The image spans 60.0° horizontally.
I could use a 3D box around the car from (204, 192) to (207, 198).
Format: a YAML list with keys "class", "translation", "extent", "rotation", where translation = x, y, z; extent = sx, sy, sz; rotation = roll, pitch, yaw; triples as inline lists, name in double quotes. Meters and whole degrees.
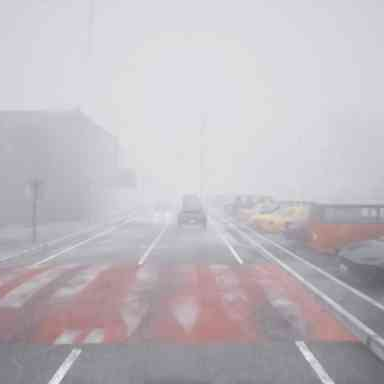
- class: "car"
  translation: [5.544, 1.266, 70.418]
  extent: [4.792, 1.488, 2.163]
  rotation: [0, 1, -1]

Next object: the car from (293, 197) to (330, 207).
- class: "car"
  translation: [18.265, 1.532, 50.941]
  extent: [4.792, 1.488, 2.163]
  rotation: [0, 1, -1]

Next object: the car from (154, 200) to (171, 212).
- class: "car"
  translation: [-3.592, 1.679, 41.070]
  extent: [1.895, 1.301, 4.718]
  rotation: [0, 0, 0]

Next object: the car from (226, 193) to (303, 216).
- class: "car"
  translation: [5.985, 1.289, 28.016]
  extent: [5.566, 2.045, 2.435]
  rotation: [0, 0, -1]

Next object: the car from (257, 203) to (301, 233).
- class: "car"
  translation: [6.261, 1.492, 16.714]
  extent: [5.366, 1.575, 1.946]
  rotation: [0, 0, -1]

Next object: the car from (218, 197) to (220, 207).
- class: "car"
  translation: [5.836, 1.626, 39.316]
  extent: [4.674, 1.452, 2.002]
  rotation: [0, 0, -1]

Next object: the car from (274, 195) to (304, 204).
- class: "car"
  translation: [18.175, 1.348, 62.234]
  extent: [5.008, 1.535, 2.097]
  rotation: [0, 1, -1]

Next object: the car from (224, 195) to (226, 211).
- class: "car"
  translation: [5.929, 1.438, 33.666]
  extent: [4.553, 1.767, 2.185]
  rotation: [0, 0, -1]

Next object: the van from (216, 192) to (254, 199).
- class: "van"
  translation: [5.895, 1.351, 45.108]
  extent: [4.442, 1.987, 1.878]
  rotation: [0, 1, -1]

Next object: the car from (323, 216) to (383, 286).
- class: "car"
  translation: [6.134, 1.490, 8.235]
  extent: [4.792, 1.488, 2.163]
  rotation: [0, 0, -1]

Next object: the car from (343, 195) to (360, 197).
- class: "car"
  translation: [18.435, 1.437, 33.979]
  extent: [4.553, 1.767, 2.185]
  rotation: [0, 0, -1]

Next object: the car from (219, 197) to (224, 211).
- class: "car"
  translation: [5.863, 1.575, 36.491]
  extent: [5.008, 1.535, 2.097]
  rotation: [0, 0, -1]

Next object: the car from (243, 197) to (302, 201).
- class: "car"
  translation: [6.047, 1.392, 22.364]
  extent: [4.553, 1.767, 2.185]
  rotation: [0, 0, -1]

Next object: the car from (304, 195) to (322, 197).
- class: "car"
  translation: [18.347, 1.575, 45.283]
  extent: [5.008, 1.535, 2.097]
  rotation: [0, 1, -1]

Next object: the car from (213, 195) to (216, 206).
- class: "car"
  translation: [5.753, 1.584, 47.815]
  extent: [4.674, 1.452, 2.002]
  rotation: [0, 1, -1]

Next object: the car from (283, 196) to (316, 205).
- class: "car"
  translation: [18.245, 1.428, 56.463]
  extent: [4.892, 1.521, 2.231]
  rotation: [0, 1, -1]

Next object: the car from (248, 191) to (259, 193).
- class: "car"
  translation: [18.068, 0.946, 93.770]
  extent: [4.553, 1.767, 2.185]
  rotation: [0, 1, -1]

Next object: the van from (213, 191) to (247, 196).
- class: "van"
  translation: [5.838, 1.280, 50.638]
  extent: [4.442, 1.987, 1.878]
  rotation: [0, 1, -1]

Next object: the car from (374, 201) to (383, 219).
- class: "car"
  translation: [18.531, 1.541, 28.207]
  extent: [4.892, 1.521, 2.231]
  rotation: [0, 0, -1]

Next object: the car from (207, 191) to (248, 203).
- class: "car"
  translation: [5.663, 1.216, 53.461]
  extent: [5.566, 2.045, 2.435]
  rotation: [0, 1, -1]

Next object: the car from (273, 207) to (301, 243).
- class: "car"
  translation: [6.102, 1.524, 13.886]
  extent: [4.674, 1.452, 2.002]
  rotation: [0, 0, -1]

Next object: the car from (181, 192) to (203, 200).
- class: "car"
  translation: [-0.145, 1.299, 40.679]
  extent: [2.150, 2.045, 5.566]
  rotation: [0, 0, -1]

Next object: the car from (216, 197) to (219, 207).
- class: "car"
  translation: [5.812, 1.633, 42.151]
  extent: [4.674, 1.452, 2.002]
  rotation: [0, 0, -1]

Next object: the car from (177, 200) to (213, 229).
- class: "car"
  translation: [0.006, 1.553, 22.292]
  extent: [2.128, 1.511, 4.902]
  rotation: [0, 0, 0]

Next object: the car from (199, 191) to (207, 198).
- class: "car"
  translation: [5.033, 1.111, 93.748]
  extent: [4.674, 1.452, 2.002]
  rotation: [1, 1, 0]

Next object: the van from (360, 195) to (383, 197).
- class: "van"
  translation: [18.614, 1.325, 31.034]
  extent: [4.442, 1.987, 1.878]
  rotation: [0, 0, -1]

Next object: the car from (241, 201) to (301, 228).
- class: "car"
  translation: [5.860, 1.503, 19.536]
  extent: [5.366, 1.575, 1.946]
  rotation: [0, 0, -1]

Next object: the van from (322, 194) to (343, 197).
- class: "van"
  translation: [18.292, 1.359, 39.502]
  extent: [4.442, 1.987, 1.878]
  rotation: [0, 0, -1]

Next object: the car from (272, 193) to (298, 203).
- class: "car"
  translation: [18.120, 1.186, 64.931]
  extent: [4.553, 1.767, 2.185]
  rotation: [0, 1, -1]

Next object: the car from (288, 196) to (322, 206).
- class: "car"
  translation: [18.236, 1.493, 53.764]
  extent: [4.792, 1.488, 2.163]
  rotation: [0, 1, -1]

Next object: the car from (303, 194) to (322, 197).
- class: "car"
  translation: [18.296, 1.289, 48.114]
  extent: [5.566, 2.045, 2.435]
  rotation: [0, 1, -1]

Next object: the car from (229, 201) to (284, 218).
- class: "car"
  translation: [5.930, 1.592, 30.840]
  extent: [4.674, 1.452, 2.002]
  rotation: [0, 0, -1]

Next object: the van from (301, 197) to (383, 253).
- class: "van"
  translation: [6.251, 1.246, 11.063]
  extent: [4.442, 1.987, 1.878]
  rotation: [0, 0, -1]

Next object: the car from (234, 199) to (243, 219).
- class: "car"
  translation: [6.172, 1.526, 25.191]
  extent: [5.366, 1.575, 1.946]
  rotation: [0, 0, -1]

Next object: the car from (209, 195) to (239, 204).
- class: "car"
  translation: [5.627, 1.390, 59.115]
  extent: [5.008, 1.535, 2.097]
  rotation: [0, 1, -1]
